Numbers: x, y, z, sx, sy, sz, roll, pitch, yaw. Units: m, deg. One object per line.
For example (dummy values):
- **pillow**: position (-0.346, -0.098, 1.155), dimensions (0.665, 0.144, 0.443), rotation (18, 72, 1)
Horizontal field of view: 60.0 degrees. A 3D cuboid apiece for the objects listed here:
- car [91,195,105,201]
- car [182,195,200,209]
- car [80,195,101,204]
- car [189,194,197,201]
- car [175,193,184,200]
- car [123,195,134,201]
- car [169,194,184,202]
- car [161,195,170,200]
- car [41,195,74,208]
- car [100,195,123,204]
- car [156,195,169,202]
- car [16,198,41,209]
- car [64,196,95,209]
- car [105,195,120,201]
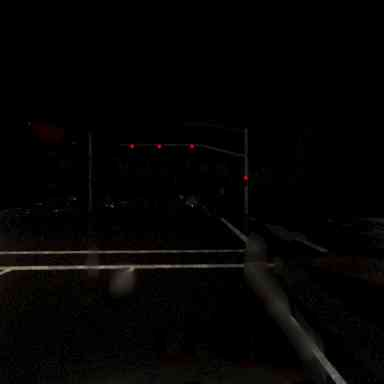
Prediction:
- **car**: position (-21.898, 1.396, 77.424), dimensions (1.994, 1.385, 4.181), rotation (0, 0, 1)
- **car**: position (0.017, 1.490, 44.074), dimensions (1.812, 1.442, 4.674), rotation (0, 0, 0)
- **car**: position (-18.505, 1.497, 61.638), dimensions (2.033, 1.411, 5.357), rotation (0, 0, 1)
- **car**: position (0.291, 1.350, 85.271), dimensions (1.882, 1.535, 5.008), rotation (0, 0, 2)
- **car**: position (-3.208, 1.227, 85.335), dimensions (2.097, 1.767, 4.553), rotation (0, 0, 2)
- **car**: position (-14.896, 1.382, 77.480), dimensions (1.994, 1.385, 4.181), rotation (0, 0, 1)
- **car**: position (-3.426, 1.490, 75.507), dimensions (1.994, 1.385, 4.181), rotation (0, 0, 1)
- **car**: position (-6.706, 1.396, 85.458), dimensions (1.812, 1.442, 4.674), rotation (0, 0, 2)
- **car**: position (-18.563, 1.440, 46.218), dimensions (1.882, 1.535, 5.008), rotation (0, 0, 0)
- **car**: position (-15.006, 1.441, 62.390), dimensions (2.128, 1.511, 4.902), rotation (0, 0, 1)
- **car**: position (-6.930, 1.476, 75.098), dimensions (2.033, 1.411, 5.357), rotation (0, 0, 1)
- **car**: position (-22.064, 1.510, 45.780), dimensions (2.033, 1.411, 5.357), rotation (0, 0, 0)
- **car**: position (-15.071, 1.564, 44.697), dimensions (1.895, 1.301, 4.718), rotation (0, 0, 0)
- **car**: position (-18.400, 1.391, 77.273), dimensions (2.033, 1.411, 5.357), rotation (0, 0, 1)
